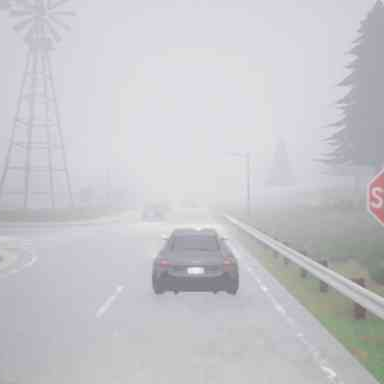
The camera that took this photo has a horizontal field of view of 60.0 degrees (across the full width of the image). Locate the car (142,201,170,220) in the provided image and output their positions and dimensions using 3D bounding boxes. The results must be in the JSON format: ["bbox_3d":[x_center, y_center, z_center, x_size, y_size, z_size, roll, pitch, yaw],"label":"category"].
[{"bbox_3d":[-3.594,1.817,31.877,2.128,1.511,4.902,0,-1,0],"label":"car"}]

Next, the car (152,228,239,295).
[{"bbox_3d":[0.079,1.656,9.023,1.994,1.385,4.181,0,-1,0],"label":"car"}]

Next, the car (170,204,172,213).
[{"bbox_3d":[-3.562,1.928,41.627,1.837,1.490,4.892,0,0,0],"label":"car"}]

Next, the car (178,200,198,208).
[{"bbox_3d":[-0.777,2.094,59.096,2.128,1.511,4.902,0,-1,-29],"label":"car"}]
